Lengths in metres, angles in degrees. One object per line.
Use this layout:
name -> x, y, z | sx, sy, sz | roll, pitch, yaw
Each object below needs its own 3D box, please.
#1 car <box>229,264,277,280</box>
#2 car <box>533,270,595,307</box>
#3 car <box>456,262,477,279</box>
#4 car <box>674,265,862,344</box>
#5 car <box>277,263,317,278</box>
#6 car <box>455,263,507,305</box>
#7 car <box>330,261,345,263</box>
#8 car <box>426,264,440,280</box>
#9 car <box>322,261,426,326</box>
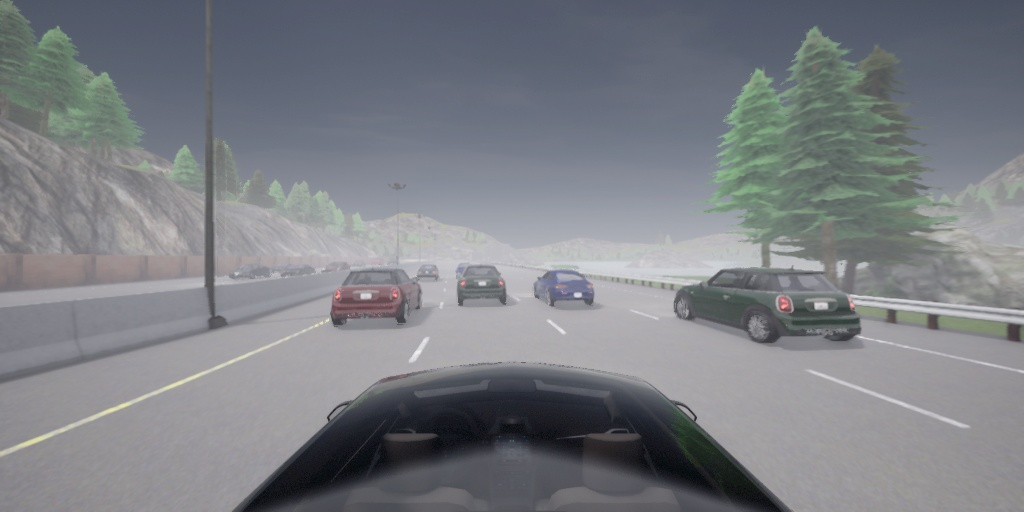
car -> -26.110, 1.550, 35.924 | 2.128, 1.511, 4.902 | 0, 0, -10
car -> 2.179, 1.321, 15.855 | 1.812, 1.442, 4.674 | 0, 0, -8
car -> -4.612, 1.399, 35.883 | 1.882, 1.535, 5.008 | 0, 0, -10
car -> 6.407, 1.095, 9.765 | 2.097, 1.767, 4.553 | 0, 0, -5
car -> -23.090, 1.599, 39.040 | 2.033, 1.411, 5.357 | 0, 0, -10
car -> -1.520, 1.175, 16.918 | 2.097, 1.767, 4.553 | 0, 0, -8
car -> -19.802, 1.388, 40.615 | 2.097, 1.767, 4.553 | 0, 0, -9
car -> -7.718, 1.477, 33.289 | 2.033, 1.411, 5.357 | 0, 0, -10
car -> -4.397, 1.174, 12.311 | 2.097, 1.767, 4.553 | 0, 0, -7
